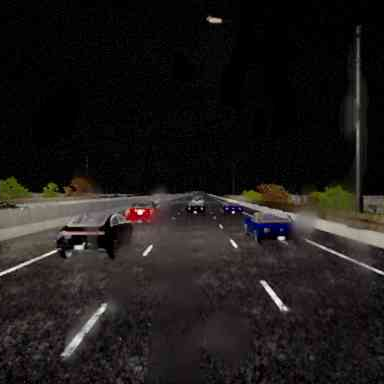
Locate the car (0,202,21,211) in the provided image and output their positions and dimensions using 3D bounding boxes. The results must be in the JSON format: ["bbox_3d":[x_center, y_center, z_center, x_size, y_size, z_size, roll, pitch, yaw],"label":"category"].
[{"bbox_3d":[-13.913,1.511,23.518,1.837,1.490,4.892,0,0,1],"label":"car"}]

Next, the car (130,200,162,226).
[{"bbox_3d":[-3.324,1.363,23.569,2.097,1.767,4.553,0,0,1],"label":"car"}]

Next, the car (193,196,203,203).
[{"bbox_3d":[1.409,1.605,73.937,2.128,1.511,4.902,0,0,2],"label":"car"}]

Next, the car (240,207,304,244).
[{"bbox_3d":[3.690,1.609,15.865,1.895,1.301,4.718,0,0,1],"label":"car"}]

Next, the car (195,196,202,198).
[{"bbox_3d":[0.943,1.645,53.305,1.895,1.301,4.718,0,0,2],"label":"car"}]

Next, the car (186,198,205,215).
[{"bbox_3d":[0.390,1.621,33.965,1.895,1.301,4.718,0,0,1],"label":"car"}]

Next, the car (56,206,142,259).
[{"bbox_3d":[-3.447,1.496,12.632,2.128,1.511,4.902,0,0,0],"label":"car"}]

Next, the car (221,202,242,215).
[{"bbox_3d":[3.959,1.622,33.698,1.895,1.301,4.718,0,0,1],"label":"car"}]
